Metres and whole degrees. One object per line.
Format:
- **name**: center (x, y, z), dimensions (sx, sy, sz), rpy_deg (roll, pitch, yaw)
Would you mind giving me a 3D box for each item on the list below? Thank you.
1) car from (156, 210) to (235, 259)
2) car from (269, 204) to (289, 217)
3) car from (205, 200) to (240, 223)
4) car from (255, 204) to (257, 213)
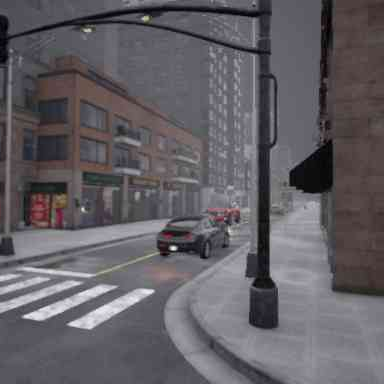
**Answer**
- **car**: center (0.189, 1.725, 13.682), dimensions (1.837, 1.490, 4.892), rpy_deg (0, -1, 20)
- **car**: center (10.499, 2.234, 41.652), dimensions (2.128, 1.511, 4.902), rpy_deg (0, -1, 21)
- **car**: center (2.625, 1.704, 28.590), dimensions (2.150, 2.045, 5.566), rpy_deg (0, -1, 20)
- **car**: center (9.731, 2.395, 47.669), dimensions (2.033, 1.411, 5.357), rpy_deg (0, -1, 20)
